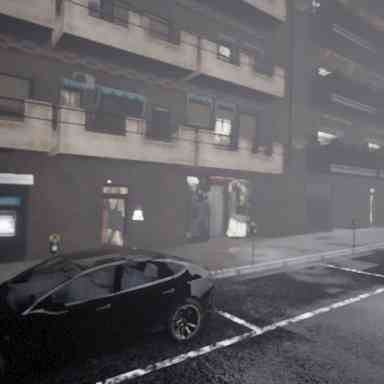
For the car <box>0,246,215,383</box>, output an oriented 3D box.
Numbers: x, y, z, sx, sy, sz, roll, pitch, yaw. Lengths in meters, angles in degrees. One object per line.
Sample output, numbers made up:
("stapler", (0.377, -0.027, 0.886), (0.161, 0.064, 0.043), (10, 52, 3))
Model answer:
("car", (-1.591, 1.577, 4.946), (4.313, 1.339, 1.947), (1, 1, -36))
